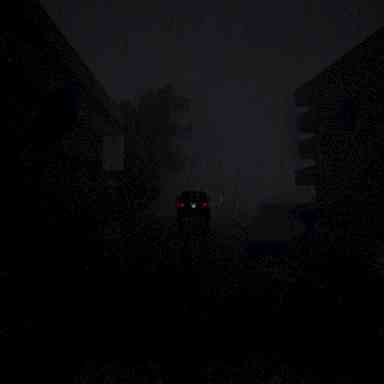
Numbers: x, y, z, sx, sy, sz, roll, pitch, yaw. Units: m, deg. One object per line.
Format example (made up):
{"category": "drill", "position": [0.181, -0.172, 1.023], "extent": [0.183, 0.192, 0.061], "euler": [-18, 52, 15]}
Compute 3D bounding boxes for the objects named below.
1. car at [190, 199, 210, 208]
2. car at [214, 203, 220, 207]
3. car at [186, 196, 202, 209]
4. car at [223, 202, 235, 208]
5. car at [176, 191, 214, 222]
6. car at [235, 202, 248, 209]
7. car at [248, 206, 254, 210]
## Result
{"category": "car", "position": [1.968, 2.895, 82.472], "extent": [2.435, 2.045, 5.566], "euler": [2, -3, -30]}
{"category": "car", "position": [4.848, 3.195, 83.059], "extent": [2.185, 1.767, 4.553], "euler": [5, -4, -31]}
{"category": "car", "position": [0.291, 1.319, 41.499], "extent": [1.882, 1.535, 5.008], "euler": [0, -2, 1]}
{"category": "car", "position": [7.820, 3.451, 83.555], "extent": [2.185, 1.767, 4.553], "euler": [7, -5, -30]}
{"category": "car", "position": [0.099, 0.918, 23.149], "extent": [2.150, 2.045, 5.566], "euler": [0, 1, 0]}
{"category": "car", "position": [10.817, 3.626, 84.112], "extent": [2.435, 2.045, 5.566], "euler": [8, -5, -30]}
{"category": "car", "position": [13.650, 4.173, 84.805], "extent": [1.946, 1.575, 5.366], "euler": [7, -5, -30]}
